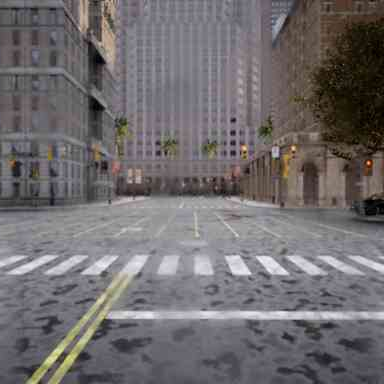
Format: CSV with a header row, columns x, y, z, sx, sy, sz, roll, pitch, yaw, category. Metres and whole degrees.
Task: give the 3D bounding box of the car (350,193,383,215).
x,y,z,sx,sy,sz,roll,pitch,yaw,category
17.349,1.061,30.050,5.566,2.045,2.150,0,0,1,car
